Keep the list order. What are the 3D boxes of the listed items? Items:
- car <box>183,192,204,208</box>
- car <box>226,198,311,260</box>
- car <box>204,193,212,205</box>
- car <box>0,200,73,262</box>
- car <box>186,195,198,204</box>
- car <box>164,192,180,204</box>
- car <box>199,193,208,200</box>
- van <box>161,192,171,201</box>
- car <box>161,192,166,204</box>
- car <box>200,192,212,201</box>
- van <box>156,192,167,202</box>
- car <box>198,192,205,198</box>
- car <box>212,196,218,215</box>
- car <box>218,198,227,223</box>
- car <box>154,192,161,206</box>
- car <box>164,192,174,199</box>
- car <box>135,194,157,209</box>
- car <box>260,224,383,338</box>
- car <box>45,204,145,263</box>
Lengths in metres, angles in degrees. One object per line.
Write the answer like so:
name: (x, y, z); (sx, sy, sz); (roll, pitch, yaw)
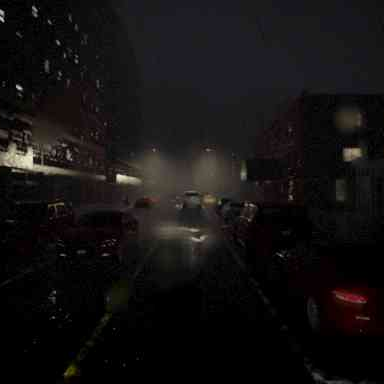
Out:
car: (0.034, 0.961, 42.098); (2.150, 2.045, 5.566); (0, 0, 0)
car: (2.696, 1.234, 11.895); (2.192, 1.841, 5.009); (0, 0, 0)
car: (2.701, 1.208, 50.840); (1.752, 1.417, 4.829); (0, 0, 0)
car: (-5.685, 1.233, 11.896); (2.192, 1.841, 5.009); (0, 0, 0)
car: (0.015, 1.193, 54.049); (1.812, 1.442, 4.674); (0, 0, 0)
car: (-3.050, 1.164, 54.807); (1.837, 1.490, 4.892); (0, 0, 0)
car: (2.706, 0.982, 78.365); (1.967, 1.590, 4.097); (0, 0, 0)
van: (-5.675, 0.908, 72.827); (1.690, 1.788, 3.998); (0, 0, 0)
car: (-5.678, 0.968, 56.209); (2.192, 1.841, 5.009); (0, 0, 0)
car: (2.705, 0.910, 67.286); (2.192, 1.841, 5.009); (0, 0, 0)
van: (-5.677, 0.964, 61.750); (1.690, 1.788, 3.998); (0, 0, 0)
car: (2.710, 0.907, 94.984); (1.967, 1.590, 4.097); (0, 0, 0)
car: (3.152, 1.303, 31.079); (1.837, 1.490, 4.892); (0, 0, 0)
car: (3.153, 1.366, 24.079); (1.812, 1.442, 4.674); (0, 0, 0)
car: (-5.680, 1.155, 45.131); (1.967, 1.590, 4.097); (0, 0, 0)
car: (-5.673, 0.831, 83.905); (2.192, 1.841, 5.009); (0, 0, 0)
car: (-5.681, 1.292, 39.594); (1.887, 1.381, 4.507); (0, 0, 0)
car: (2.694, 1.538, 6.358); (1.802, 1.307, 4.206); (0, 0, 0)
car: (-3.089, 1.397, 11.823); (1.882, 1.535, 5.008); (0, 0, 0)
